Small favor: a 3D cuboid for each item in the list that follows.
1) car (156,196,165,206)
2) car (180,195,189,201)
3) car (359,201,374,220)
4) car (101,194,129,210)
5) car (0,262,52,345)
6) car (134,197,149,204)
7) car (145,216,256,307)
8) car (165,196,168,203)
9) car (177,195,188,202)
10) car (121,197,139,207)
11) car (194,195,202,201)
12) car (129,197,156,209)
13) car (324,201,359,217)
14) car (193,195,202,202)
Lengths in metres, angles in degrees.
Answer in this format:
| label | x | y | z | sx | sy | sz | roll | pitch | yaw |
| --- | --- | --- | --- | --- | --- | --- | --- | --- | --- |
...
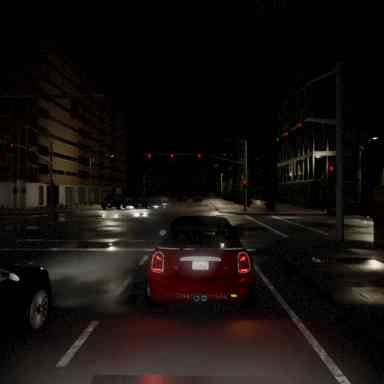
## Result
| label | x | y | z | sx | sy | sz | roll | pitch | yaw |
| --- | --- | --- | --- | --- | --- | --- | --- | --- | --- |
| car | -6.336 | 1.547 | 56.453 | 2.033 | 1.411 | 5.357 | 0 | 0 | 2 |
| car | -1.927 | 1.539 | 83.967 | 2.033 | 1.411 | 5.357 | 0 | 0 | 2 |
| car | 16.702 | 1.602 | 26.497 | 5.357 | 1.411 | 2.033 | 0 | 0 | 1 |
| car | -10.159 | 1.223 | 43.481 | 2.150 | 2.045 | 5.566 | 0 | 0 | 1 |
| car | -3.395 | 1.491 | 3.911 | 2.128 | 1.511 | 4.902 | 0 | 0 | 1 |
| car | -9.595 | 1.600 | 63.550 | 1.895 | 1.301 | 4.718 | 0 | 0 | 2 |
| car | 0.223 | 1.352 | 8.139 | 2.097 | 1.767 | 4.553 | 0 | 0 | 2 |
| car | -5.966 | 1.525 | 66.841 | 1.812 | 1.442 | 4.674 | 0 | 0 | 2 |
| car | -2.228 | 1.523 | 73.881 | 2.128 | 1.511 | 4.902 | 0 | 0 | 2 |
| car | -9.935 | 1.563 | 53.287 | 1.994 | 1.385 | 4.181 | 0 | 0 | 2 |
| car | 1.576 | 1.477 | 84.013 | 1.882 | 1.535 | 5.008 | 0 | 0 | 2 |
| car | -6.624 | 1.492 | 44.962 | 2.128 | 1.511 | 4.902 | 0 | 0 | 1 |
| car | 14.516 | 1.547 | 30.045 | 4.902 | 1.511 | 2.128 | 0 | 0 | 1 |
| car | 1.271 | 1.477 | 73.859 | 1.882 | 1.535 | 5.008 | 0 | 0 | 2 |
